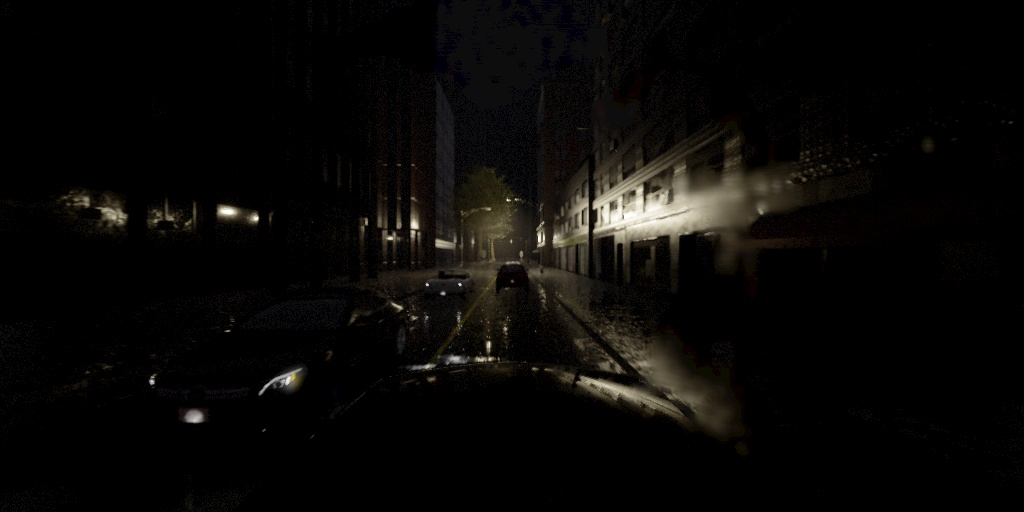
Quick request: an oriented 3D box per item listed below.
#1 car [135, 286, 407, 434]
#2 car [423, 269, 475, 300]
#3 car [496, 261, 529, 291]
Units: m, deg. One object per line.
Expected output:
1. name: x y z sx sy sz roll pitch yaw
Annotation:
1. car: -3.086 1.273 5.810 1.812 1.442 4.674 0 0 0
2. car: -3.000 1.338 17.900 1.895 1.301 4.718 0 0 0
3. car: 0.049 1.210 22.000 1.882 1.535 5.008 0 0 1
